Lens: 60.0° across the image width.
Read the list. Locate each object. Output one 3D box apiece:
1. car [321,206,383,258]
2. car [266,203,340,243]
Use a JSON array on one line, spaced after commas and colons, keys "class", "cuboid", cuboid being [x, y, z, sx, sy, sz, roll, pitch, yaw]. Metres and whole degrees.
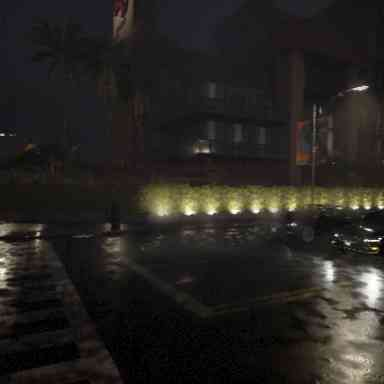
[{"class": "car", "cuboid": [7.030, 1.367, 11.536, 4.892, 1.490, 1.837, 0, 1, -28]}, {"class": "car", "cuboid": [5.519, 1.275, 14.696, 4.902, 1.511, 2.128, 0, 1, -28]}]
